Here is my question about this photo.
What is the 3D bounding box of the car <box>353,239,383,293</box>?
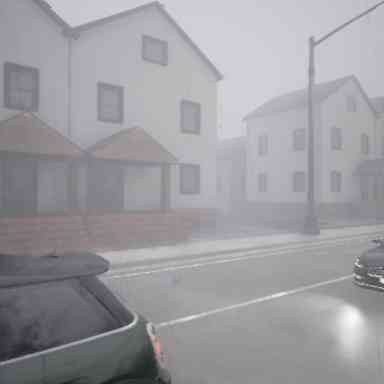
[{"bbox_3d":[5.901,1.585,8.186,4.892,1.490,1.837,1,0,-36],"label":"car"}]

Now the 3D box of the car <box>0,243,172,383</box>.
[{"bbox_3d":[-2.427,1.345,2.261,4.553,1.767,2.097,1,0,-35],"label":"car"}]
